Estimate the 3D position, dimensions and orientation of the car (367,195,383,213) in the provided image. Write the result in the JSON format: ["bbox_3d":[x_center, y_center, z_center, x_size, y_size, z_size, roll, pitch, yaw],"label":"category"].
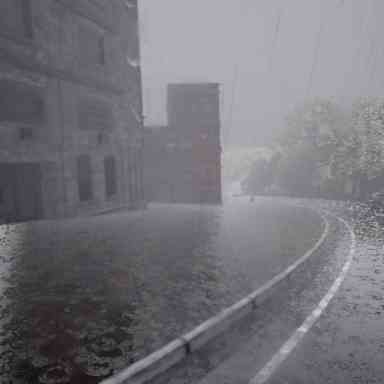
[{"bbox_3d":[15.822,0.897,26.839,2.033,1.411,5.357,-1,1,12],"label":"car"}]

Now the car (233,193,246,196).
[{"bbox_3d":[9.756,0.408,68.671,1.994,1.385,4.181,-3,1,-8],"label":"car"}]
